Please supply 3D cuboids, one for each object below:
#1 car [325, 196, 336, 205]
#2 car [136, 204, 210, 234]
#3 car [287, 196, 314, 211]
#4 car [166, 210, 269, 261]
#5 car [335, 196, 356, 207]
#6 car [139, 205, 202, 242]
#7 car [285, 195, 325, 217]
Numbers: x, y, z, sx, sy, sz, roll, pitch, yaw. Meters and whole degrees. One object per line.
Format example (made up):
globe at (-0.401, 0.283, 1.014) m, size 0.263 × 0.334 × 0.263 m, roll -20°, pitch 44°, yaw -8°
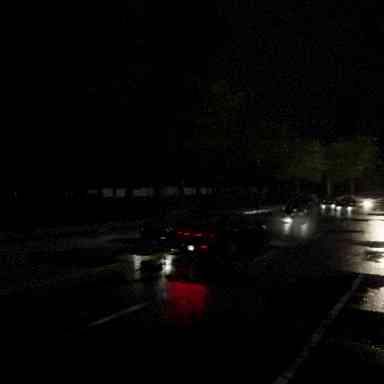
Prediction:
car at (23.878, 1.465, 56.679) m, size 1.837 × 1.490 × 4.892 m, roll 0°, pitch 0°, yaw 35°
car at (-1.039, 1.571, 21.013) m, size 2.128 × 1.511 × 4.902 m, roll 0°, pitch 0°, yaw 35°
car at (13.861, 1.375, 42.366) m, size 2.097 × 1.767 × 4.553 m, roll 0°, pitch 0°, yaw 35°
car at (1.363, 1.556, 12.735) m, size 1.837 × 1.490 × 4.892 m, roll 0°, pitch 0°, yaw 35°
car at (23.957, 1.438, 51.126) m, size 1.837 × 1.490 × 4.892 m, roll 0°, pitch 0°, yaw 35°
car at (-0.409, 1.541, 16.229) m, size 1.882 × 1.535 × 5.008 m, roll 0°, pitch 0°, yaw 35°
car at (10.965, 1.284, 32.578) m, size 2.150 × 2.045 × 5.566 m, roll 0°, pitch 0°, yaw 35°
